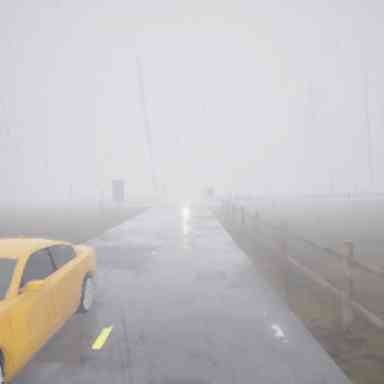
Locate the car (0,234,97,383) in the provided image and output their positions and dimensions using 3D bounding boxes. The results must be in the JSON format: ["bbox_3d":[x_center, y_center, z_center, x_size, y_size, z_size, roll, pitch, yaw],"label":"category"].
[{"bbox_3d":[-2.850,1.469,4.734,1.882,1.535,5.008,0,0,0],"label":"car"}]
